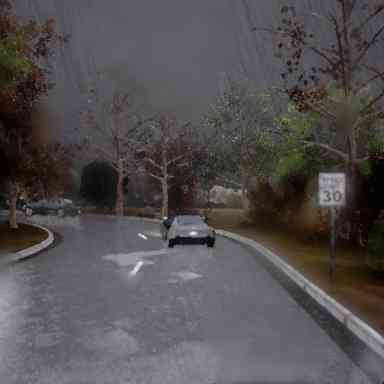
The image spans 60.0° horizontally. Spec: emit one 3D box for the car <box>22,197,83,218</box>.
[{"bbox_3d":[-11.143,1.197,26.606,4.892,1.490,1.837,2,-1,14],"label":"car"}]

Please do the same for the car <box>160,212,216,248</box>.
[{"bbox_3d":[-0.293,1.581,14.917,1.994,1.385,4.181,0,0,-10],"label":"car"}]
